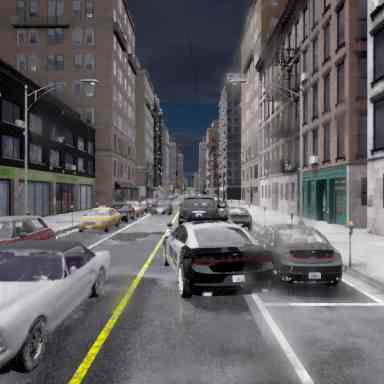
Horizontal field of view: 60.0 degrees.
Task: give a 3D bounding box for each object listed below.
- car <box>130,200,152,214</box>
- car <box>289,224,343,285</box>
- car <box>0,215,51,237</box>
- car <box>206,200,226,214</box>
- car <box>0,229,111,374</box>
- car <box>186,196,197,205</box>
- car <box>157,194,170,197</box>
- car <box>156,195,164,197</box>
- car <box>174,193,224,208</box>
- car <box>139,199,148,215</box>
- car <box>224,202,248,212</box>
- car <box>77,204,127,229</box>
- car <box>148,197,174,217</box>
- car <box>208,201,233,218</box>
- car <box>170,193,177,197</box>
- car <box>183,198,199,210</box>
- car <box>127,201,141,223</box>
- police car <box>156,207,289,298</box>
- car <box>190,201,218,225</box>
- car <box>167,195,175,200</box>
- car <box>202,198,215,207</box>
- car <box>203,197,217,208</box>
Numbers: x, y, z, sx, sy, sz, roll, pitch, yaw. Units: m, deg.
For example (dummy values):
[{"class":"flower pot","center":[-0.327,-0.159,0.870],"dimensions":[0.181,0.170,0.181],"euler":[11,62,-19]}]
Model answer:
[{"class":"car","center":[-5.472,1.578,36.336],"dimensions":[1.802,1.307,4.206],"euler":[0,0,0]},{"class":"car","center":[2.617,1.550,9.282],"dimensions":[2.008,1.369,4.403],"euler":[0,0,0]},{"class":"car","center":[-5.408,1.440,9.272],"dimensions":[1.967,1.590,4.097],"euler":[0,0,0]},{"class":"car","center":[2.553,1.562,36.345],"dimensions":[1.947,1.339,4.313],"euler":[0,0,0]},{"class":"car","center":[-2.859,1.600,5.731],"dimensions":[1.895,1.301,4.718],"euler":[0,0,0]},{"class":"car","center":[-0.140,1.507,59.349],"dimensions":[1.812,1.442,4.674],"euler":[0,0,0]},{"class":"car","center":[-5.524,1.297,57.986],"dimensions":[2.192,1.841,5.009],"euler":[0,0,0]},{"class":"car","center":[-5.498,1.541,47.161],"dimensions":[2.008,1.369,4.403],"euler":[0,0,0]},{"class":"car","center":[0.439,1.221,18.875],"dimensions":[2.150,2.045,5.566],"euler":[0,0,2]},{"class":"car","center":[-5.459,1.523,30.753],"dimensions":[1.752,1.417,4.829],"euler":[0,0,0]},{"class":"car","center":[2.591,1.549,20.107],"dimensions":[2.008,1.369,4.403],"euler":[0,0,0]},{"class":"car","center":[-5.433,1.524,19.927],"dimensions":[1.752,1.417,4.829],"euler":[0,0,0]},{"class":"car","center":[-2.824,1.488,31.745],"dimensions":[2.128,1.511,4.902],"euler":[0,0,0]},{"class":"car","center":[2.566,1.563,30.933],"dimensions":[1.947,1.339,4.313],"euler":[0,0,0]},{"class":"car","center":[-5.587,1.513,84.450],"dimensions":[2.008,1.369,4.403],"euler":[0,0,0]},{"class":"car","center":[-0.095,1.539,45.325],"dimensions":[2.033,1.411,5.357],"euler":[0,0,0]},{"class":"car","center":[-5.447,1.564,25.510],"dimensions":[1.947,1.339,4.313],"euler":[0,0,0]},{"class":"police car","center":[0.362,1.424,8.790],"dimensions":[1.930,1.638,5.238],"euler":[0,0,-12]},{"class":"car","center":[0.768,1.476,24.806],"dimensions":[1.882,1.535,5.008],"euler":[0,0,0]},{"class":"car","center":[-5.600,1.502,89.904],"dimensions":[1.887,1.381,4.507],"euler":[0,0,0]},{"class":"car","center":[2.514,1.568,52.584],"dimensions":[1.802,1.307,4.206],"euler":[0,0,0]},{"class":"car","center":[2.527,1.515,47.341],"dimensions":[1.752,1.417,4.829],"euler":[0,0,0]}]
